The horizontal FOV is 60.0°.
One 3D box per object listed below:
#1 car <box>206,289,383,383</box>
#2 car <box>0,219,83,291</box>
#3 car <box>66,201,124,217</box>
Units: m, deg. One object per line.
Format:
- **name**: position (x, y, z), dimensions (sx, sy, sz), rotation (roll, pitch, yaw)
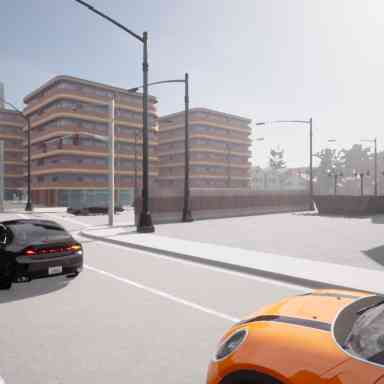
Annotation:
- **car**: position (2.278, 1.352, 2.333), dimensions (4.553, 1.767, 2.097), rotation (0, 0, 40)
- **car**: position (-4.717, 1.505, 9.221), dimensions (1.837, 1.490, 4.892), rotation (0, 0, -43)
- **car**: position (-9.271, 1.548, 32.138), dimensions (5.357, 1.411, 2.033), rotation (0, 0, -43)
